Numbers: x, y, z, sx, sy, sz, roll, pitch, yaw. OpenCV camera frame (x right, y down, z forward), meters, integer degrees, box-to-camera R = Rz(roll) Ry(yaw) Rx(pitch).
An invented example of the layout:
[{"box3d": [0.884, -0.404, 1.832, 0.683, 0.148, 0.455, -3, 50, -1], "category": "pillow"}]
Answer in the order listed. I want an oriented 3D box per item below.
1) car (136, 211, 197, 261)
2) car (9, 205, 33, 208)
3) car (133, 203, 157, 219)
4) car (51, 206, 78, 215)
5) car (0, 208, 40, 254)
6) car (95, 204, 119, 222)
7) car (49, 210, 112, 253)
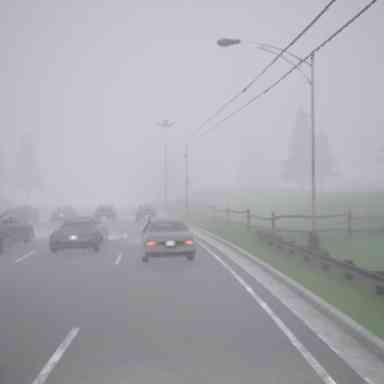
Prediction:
[{"box3d": [-1.018, 1.680, 12.871, 2.033, 1.411, 5.357, 0, -1, -8], "category": "car"}, {"box3d": [-14.590, 1.862, 28.657, 1.837, 1.490, 4.892, 0, 0, -11], "category": "car"}, {"box3d": [-4.289, 1.829, 30.687, 1.837, 1.490, 4.892, 0, 0, -11], "category": "car"}, {"box3d": [-11.206, 1.912, 29.603, 1.994, 1.385, 4.181, 0, 0, -11], "category": "car"}, {"box3d": [-8.302, 1.674, 14.157, 2.128, 1.511, 4.902, 0, -1, -9], "category": "car"}, {"box3d": [-7.722, 1.840, 30.007, 1.837, 1.490, 4.892, 0, 0, -11], "category": "car"}, {"box3d": [-4.858, 1.735, 14.753, 1.994, 1.385, 4.181, 0, 0, -9], "category": "car"}]
